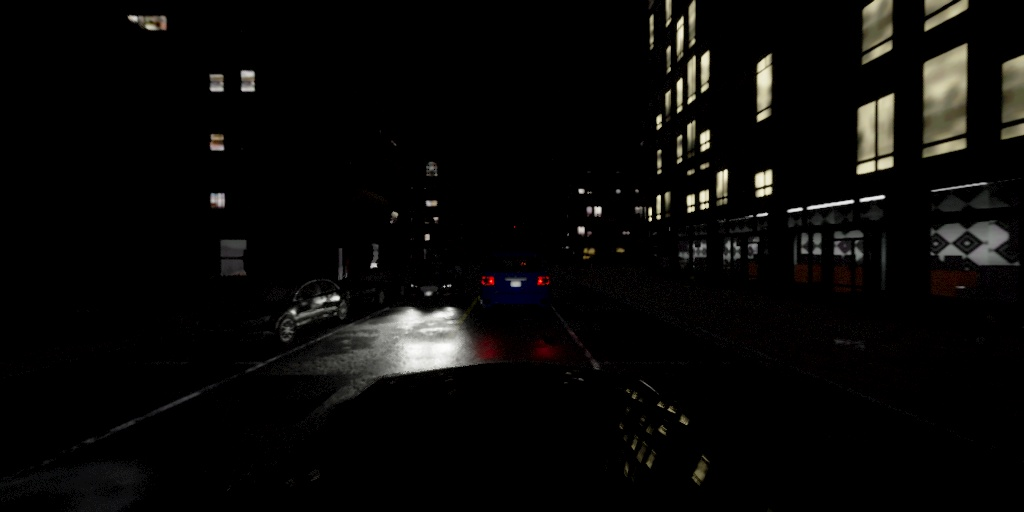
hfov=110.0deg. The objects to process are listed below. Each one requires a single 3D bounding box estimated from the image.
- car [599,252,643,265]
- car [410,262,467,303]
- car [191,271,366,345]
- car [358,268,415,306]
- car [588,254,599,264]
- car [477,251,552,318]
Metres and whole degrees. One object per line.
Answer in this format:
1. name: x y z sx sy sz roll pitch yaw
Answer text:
1. car: 14.699 0.366 47.668 5.009 1.841 2.192 0 0 0
2. car: -3.104 1.114 15.775 2.128 1.511 4.902 0 1 0
3. car: -5.694 1.233 9.123 2.007 1.370 4.403 0 0 0
4. car: -5.694 1.182 14.771 2.007 1.370 4.403 0 0 0
5. car: 14.562 0.277 56.047 5.009 1.841 2.192 0 0 0
6. car: 0.094 0.869 12.626 2.150 2.045 5.566 0 0 0
